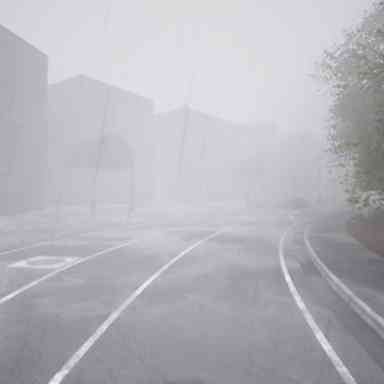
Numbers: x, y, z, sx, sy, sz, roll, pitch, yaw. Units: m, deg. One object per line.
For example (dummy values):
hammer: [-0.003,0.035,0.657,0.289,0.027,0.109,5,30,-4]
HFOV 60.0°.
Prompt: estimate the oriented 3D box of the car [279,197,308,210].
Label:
car: [11.942,1.319,38.950,1.837,1.490,4.892,-1,0,42]
